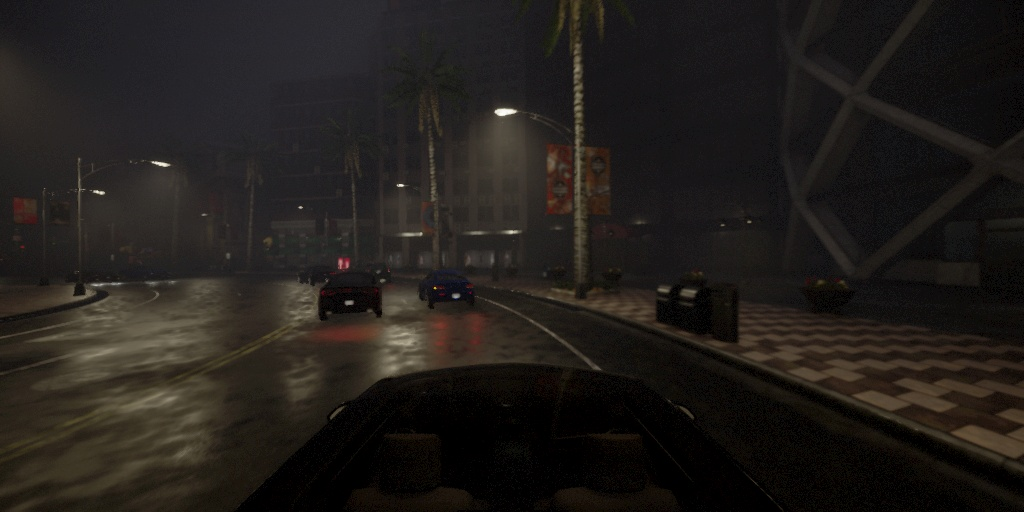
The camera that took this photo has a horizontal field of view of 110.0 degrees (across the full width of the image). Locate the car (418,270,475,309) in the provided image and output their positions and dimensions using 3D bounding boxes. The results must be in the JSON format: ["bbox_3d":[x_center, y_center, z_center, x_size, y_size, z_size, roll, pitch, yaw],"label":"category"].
[{"bbox_3d":[-2.871,1.309,15.386,1.812,1.442,4.674,-1,0,-21],"label":"car"}]

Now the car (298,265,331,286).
[{"bbox_3d":[-14.764,1.434,27.251,1.837,1.490,4.892,0,0,-44],"label":"car"}]

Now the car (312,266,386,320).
[{"bbox_3d":[-5.764,1.297,13.247,1.882,1.535,5.008,-1,0,-19],"label":"car"}]

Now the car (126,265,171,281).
[{"bbox_3d":[-36.921,1.674,36.109,5.008,1.535,1.882,-1,0,15],"label":"car"}]

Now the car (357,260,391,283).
[{"bbox_3d":[-11.560,1.239,28.900,2.097,1.767,4.553,-1,0,-43],"label":"car"}]

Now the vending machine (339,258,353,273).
[{"bbox_3d":[-21.312,1.200,45.630,0.880,2.100,1.100,0,0,28],"label":"vending machine"}]

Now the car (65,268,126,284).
[{"bbox_3d":[-38.450,1.779,32.922,4.181,1.385,1.994,-1,0,14],"label":"car"}]
